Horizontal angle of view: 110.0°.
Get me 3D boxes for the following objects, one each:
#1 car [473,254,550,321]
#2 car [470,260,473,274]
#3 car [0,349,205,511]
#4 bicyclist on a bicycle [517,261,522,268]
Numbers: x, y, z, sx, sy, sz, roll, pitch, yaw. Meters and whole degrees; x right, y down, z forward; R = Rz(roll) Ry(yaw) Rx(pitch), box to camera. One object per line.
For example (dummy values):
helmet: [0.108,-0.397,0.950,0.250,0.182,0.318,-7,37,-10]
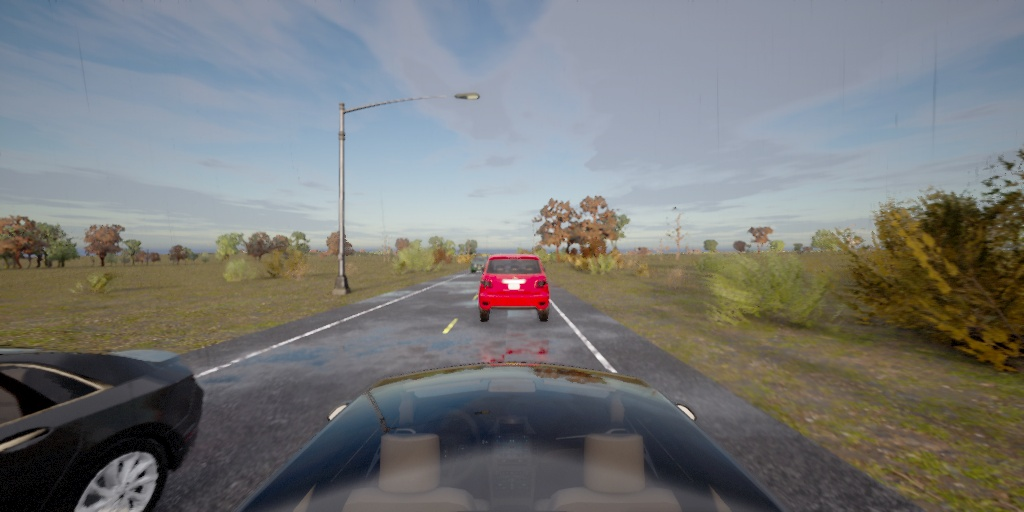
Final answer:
car: [0.073,0.986,12.770,2.150,2.045,5.566,0,-1,0]
car: [-3.680,1.051,42.828,2.150,2.045,5.566,0,0,0]
car: [-3.596,1.254,1.078,1.837,1.490,4.892,0,0,0]
bicyclist on a bicycle: [0.879,1.193,40.285,0.659,1.776,1.843,0,0,0]
